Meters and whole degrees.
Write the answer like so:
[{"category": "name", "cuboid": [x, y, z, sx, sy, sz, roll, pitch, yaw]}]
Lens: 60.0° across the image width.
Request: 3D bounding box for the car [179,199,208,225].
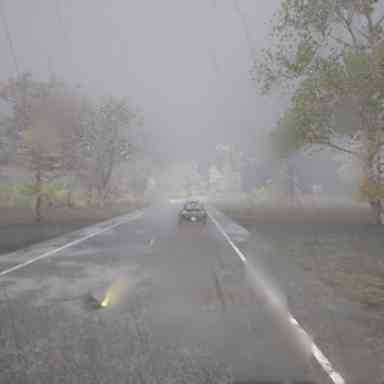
[{"category": "car", "cuboid": [0.095, 1.518, 24.044, 2.128, 1.511, 4.902, 0, 0, 0]}]
